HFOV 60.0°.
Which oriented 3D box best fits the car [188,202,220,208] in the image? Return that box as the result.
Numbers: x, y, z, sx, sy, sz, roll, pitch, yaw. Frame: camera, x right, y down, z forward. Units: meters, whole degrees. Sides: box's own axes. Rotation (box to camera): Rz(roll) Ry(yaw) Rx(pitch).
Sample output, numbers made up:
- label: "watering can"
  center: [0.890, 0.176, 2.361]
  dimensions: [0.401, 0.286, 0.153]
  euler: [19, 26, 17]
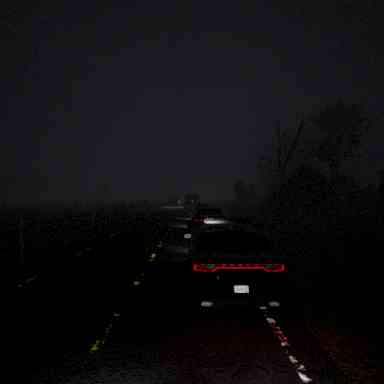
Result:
- label: "car"
  center: [0.839, 1.509, 18.055]
  dimensions: [1.837, 1.490, 4.892]
  euler: [0, 0, 0]

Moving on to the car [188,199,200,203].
- label: "car"
  center: [0.844, 1.511, 24.055]
  dimensions: [1.837, 1.490, 4.892]
  euler: [0, 0, 0]

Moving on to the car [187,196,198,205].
- label: "car"
  center: [0.047, 1.534, 60.562]
  dimensions: [1.882, 1.535, 5.008]
  euler: [0, 0, 0]

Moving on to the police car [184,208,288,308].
- label: "police car"
  center: [0.832, 1.426, 8.165]
  dimensions: [1.930, 1.638, 5.238]
  euler: [0, 0, 0]

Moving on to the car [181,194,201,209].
- label: "car"
  center: [0.073, 1.251, 45.948]
  dimensions: [2.150, 2.045, 5.566]
  euler: [0, 0, 1]

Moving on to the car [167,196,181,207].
- label: "car"
  center: [-2.711, 1.391, 52.118]
  dimensions: [2.097, 1.767, 4.553]
  euler: [0, 0, 0]
